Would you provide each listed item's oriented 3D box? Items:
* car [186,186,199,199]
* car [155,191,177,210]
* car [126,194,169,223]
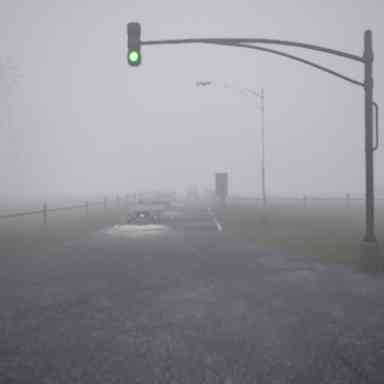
[{"bbox_3d":[0.132,0.212,51.250,1.882,1.535,5.008,-1,1,0],"label":"car"},{"bbox_3d":[-2.769,0.750,30.916,1.882,1.535,5.008,-1,1,1],"label":"car"},{"bbox_3d":[-2.800,1.088,20.741,1.994,1.385,4.181,-1,1,0],"label":"car"}]
